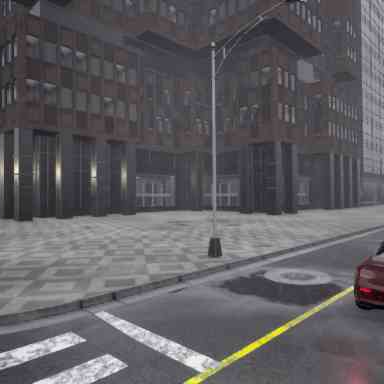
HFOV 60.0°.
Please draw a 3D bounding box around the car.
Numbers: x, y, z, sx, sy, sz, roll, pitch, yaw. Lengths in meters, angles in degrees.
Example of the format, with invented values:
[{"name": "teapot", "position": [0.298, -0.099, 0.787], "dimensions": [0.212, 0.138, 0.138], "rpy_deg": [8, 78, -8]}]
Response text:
[{"name": "car", "position": [4.838, 1.535, 6.820], "dimensions": [1.812, 1.442, 4.674], "rpy_deg": [-1, -1, 44]}]
